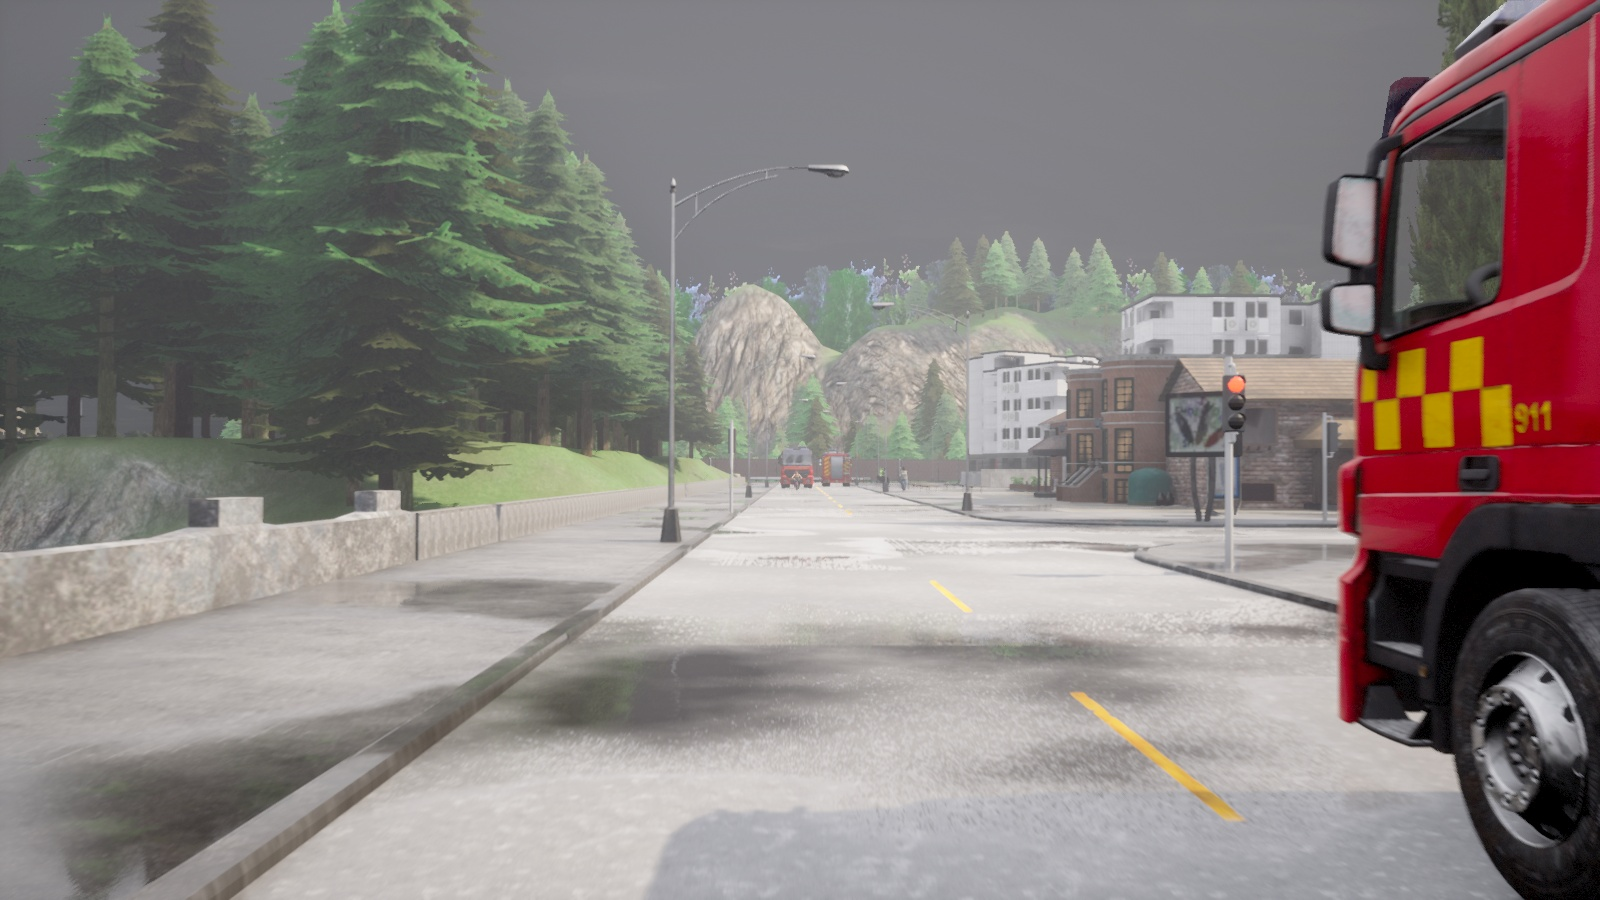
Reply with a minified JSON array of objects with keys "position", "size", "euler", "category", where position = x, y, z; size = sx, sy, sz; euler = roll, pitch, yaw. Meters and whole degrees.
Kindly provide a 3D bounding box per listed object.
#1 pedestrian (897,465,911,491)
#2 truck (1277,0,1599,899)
[{"position":[7.335,1.977,88.527],"size":[0.874,1.855,0.900],"euler":[0,-1,-2],"category":"pedestrian"},{"position":[3.988,-0.326,2.395],"size":[2.891,3.827,8.468],"euler":[0,-1,0],"category":"truck"}]
